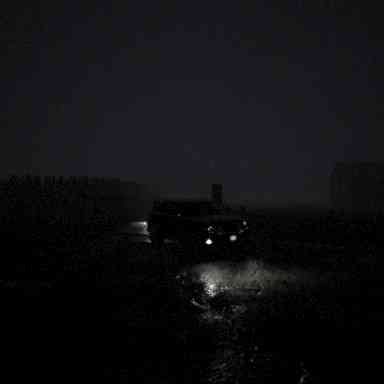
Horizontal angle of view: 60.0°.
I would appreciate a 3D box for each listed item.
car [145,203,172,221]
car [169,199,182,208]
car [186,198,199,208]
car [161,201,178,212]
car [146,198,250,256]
[{"bbox_3d":[-2.848,1.703,29.184,1.994,1.385,4.181,0,0,0],"label":"car"},{"bbox_3d":[-2.791,1.915,57.055,1.895,1.301,4.718,0,0,1],"label":"car"},{"bbox_3d":[0.101,1.805,56.925,2.128,1.511,4.902,0,0,0],"label":"car"},{"bbox_3d":[-2.844,1.824,43.156,1.895,1.301,4.718,0,0,0],"label":"car"},{"bbox_3d":[-0.005,1.287,14.093,2.150,2.045,5.566,-1,0,-32],"label":"car"}]
